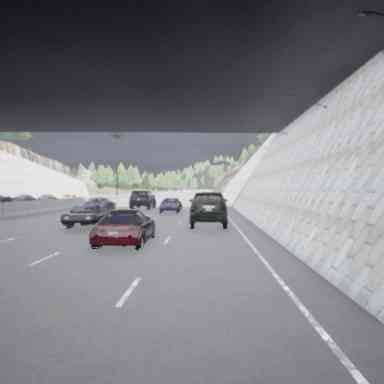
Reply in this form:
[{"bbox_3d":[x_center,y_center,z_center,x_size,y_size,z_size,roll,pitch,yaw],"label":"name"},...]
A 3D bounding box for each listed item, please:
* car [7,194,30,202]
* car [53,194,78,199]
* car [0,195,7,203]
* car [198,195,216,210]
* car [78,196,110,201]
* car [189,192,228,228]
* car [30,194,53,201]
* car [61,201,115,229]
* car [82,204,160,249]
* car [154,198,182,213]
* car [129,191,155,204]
[{"bbox_3d":[-25.886,1.048,51.191,1.812,1.442,4.674,0,0,2],"label":"car"},{"bbox_3d":[-18.887,1.022,51.002,1.882,1.535,5.008,0,1,2],"label":"car"},{"bbox_3d":[-29.380,1.123,51.391,1.895,1.301,4.718,0,1,2],"label":"car"},{"bbox_3d":[1.735,1.133,38.597,1.882,1.535,5.008,0,0,2],"label":"car"},{"bbox_3d":[-9.009,1.245,32.649,2.033,1.411,5.357,0,0,2],"label":"car"},{"bbox_3d":[1.017,1.036,20.579,2.150,2.045,5.566,0,0,2],"label":"car"},{"bbox_3d":[-22.384,1.065,51.142,1.812,1.442,4.674,0,1,2],"label":"car"},{"bbox_3d":[-6.013,1.414,20.010,1.895,1.301,4.718,0,1,2],"label":"car"},{"bbox_3d":[-2.755,1.435,13.947,1.994,1.385,4.181,0,1,2],"label":"car"},{"bbox_3d":[-2.015,1.254,32.369,2.033,1.411,5.357,0,0,2],"label":"car"},{"bbox_3d":[-5.353,0.881,36.508,2.150,2.045,5.566,0,0,2],"label":"car"}]
